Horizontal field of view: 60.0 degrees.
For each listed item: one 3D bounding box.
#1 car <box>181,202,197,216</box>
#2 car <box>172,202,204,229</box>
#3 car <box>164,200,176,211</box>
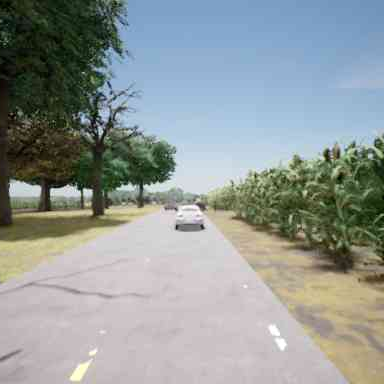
[{"bbox_3d":[-0.359,1.932,39.260,1.837,1.490,4.892,0,-1,-1],"label":"car"},{"bbox_3d":[-0.161,1.648,22.602,1.812,1.442,4.674,0,-1,-1],"label":"car"},{"bbox_3d":[-3.378,2.119,53.959,2.097,1.767,4.553,0,-1,-1],"label":"car"}]
